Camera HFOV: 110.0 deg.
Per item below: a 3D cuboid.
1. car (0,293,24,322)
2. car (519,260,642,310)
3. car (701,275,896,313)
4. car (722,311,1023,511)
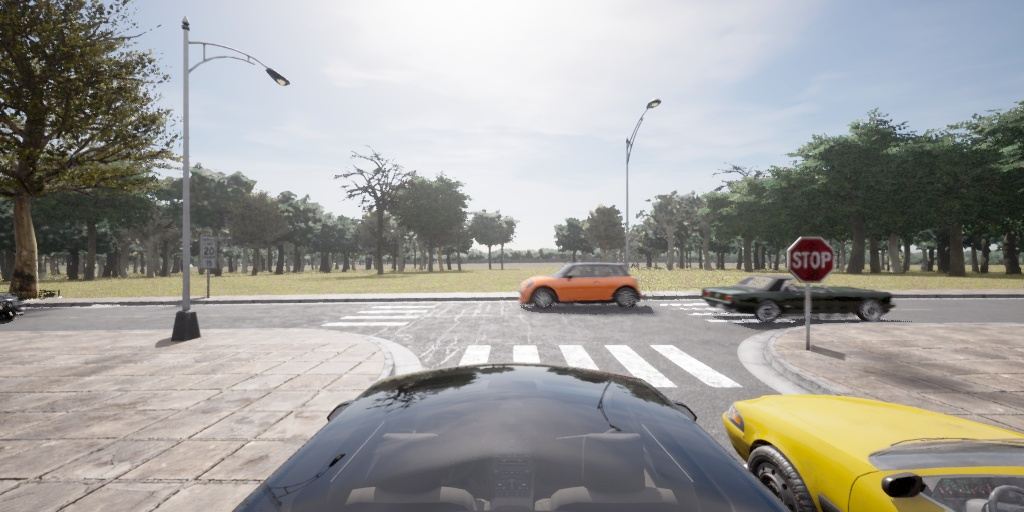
[{"bbox_3d":[-18.581,1.498,11.265,4.892,1.490,1.837,-1,0,1],"label":"car"},{"bbox_3d":[2.548,1.051,14.015,4.553,1.767,2.097,-1,0,1],"label":"car"},{"bbox_3d":[8.605,1.248,11.001,4.718,1.301,1.895,0,0,1],"label":"car"},{"bbox_3d":[2.634,1.275,1.099,1.751,1.417,4.829,0,0,0],"label":"car"}]
